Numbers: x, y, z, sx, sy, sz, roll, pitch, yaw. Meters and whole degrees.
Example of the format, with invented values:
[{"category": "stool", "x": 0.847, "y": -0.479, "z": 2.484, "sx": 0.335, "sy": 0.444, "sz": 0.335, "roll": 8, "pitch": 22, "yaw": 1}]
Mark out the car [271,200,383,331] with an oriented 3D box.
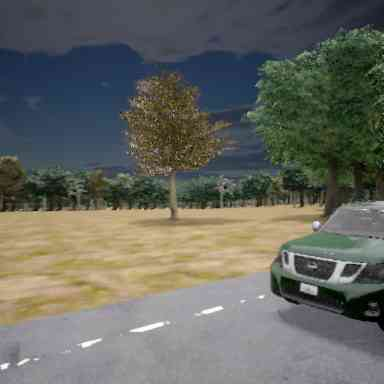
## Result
[{"category": "car", "x": 4.108, "y": 1.226, "z": 7.058, "sx": 5.566, "sy": 2.045, "sz": 2.150, "roll": 0, "pitch": 0, "yaw": -37}]
